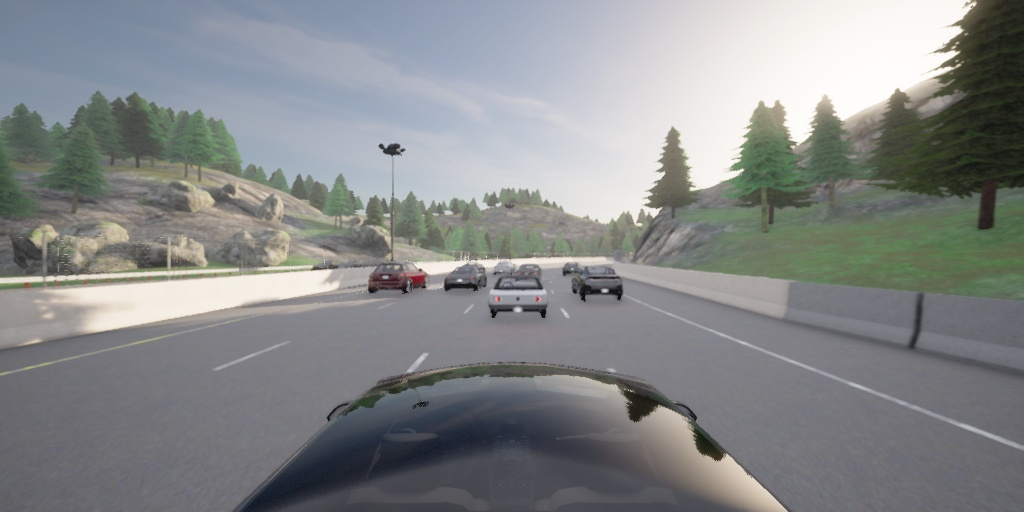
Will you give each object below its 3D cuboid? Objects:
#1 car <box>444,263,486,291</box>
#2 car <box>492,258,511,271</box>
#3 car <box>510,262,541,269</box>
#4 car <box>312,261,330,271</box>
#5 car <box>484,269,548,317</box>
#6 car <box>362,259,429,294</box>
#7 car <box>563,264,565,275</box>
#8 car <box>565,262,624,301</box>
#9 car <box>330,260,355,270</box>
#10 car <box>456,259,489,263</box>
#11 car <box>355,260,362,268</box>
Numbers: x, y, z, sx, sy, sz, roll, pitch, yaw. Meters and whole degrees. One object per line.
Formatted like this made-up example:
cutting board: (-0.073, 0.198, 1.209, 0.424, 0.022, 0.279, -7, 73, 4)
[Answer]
car: (-2.717, 1.316, 21.752, 1.994, 1.385, 4.181, 0, 0, 5)
car: (-0.693, 1.261, 37.954, 1.812, 1.442, 4.674, 0, 0, 9)
car: (1.380, 1.279, 27.802, 2.033, 1.411, 5.357, 0, 0, 7)
car: (-24.059, 1.332, 47.238, 1.837, 1.490, 4.892, 0, 0, 11)
car: (0.262, 1.344, 13.130, 1.895, 1.301, 4.718, 0, 0, 2)
car: (-6.315, 1.119, 20.467, 2.097, 1.767, 4.553, 0, 0, 4)
car: (6.395, 1.270, 37.815, 1.994, 1.385, 4.181, 0, 0, 10)
car: (3.984, 1.219, 17.274, 2.128, 1.511, 4.902, 0, 0, 3)
car: (-20.624, 1.306, 46.542, 2.128, 1.511, 4.902, 0, 0, 11)
car: (-4.151, 1.314, 38.478, 1.994, 1.385, 4.181, 0, 0, 10)
car: (-17.257, 1.152, 45.565, 2.097, 1.767, 4.553, 0, 0, 11)
